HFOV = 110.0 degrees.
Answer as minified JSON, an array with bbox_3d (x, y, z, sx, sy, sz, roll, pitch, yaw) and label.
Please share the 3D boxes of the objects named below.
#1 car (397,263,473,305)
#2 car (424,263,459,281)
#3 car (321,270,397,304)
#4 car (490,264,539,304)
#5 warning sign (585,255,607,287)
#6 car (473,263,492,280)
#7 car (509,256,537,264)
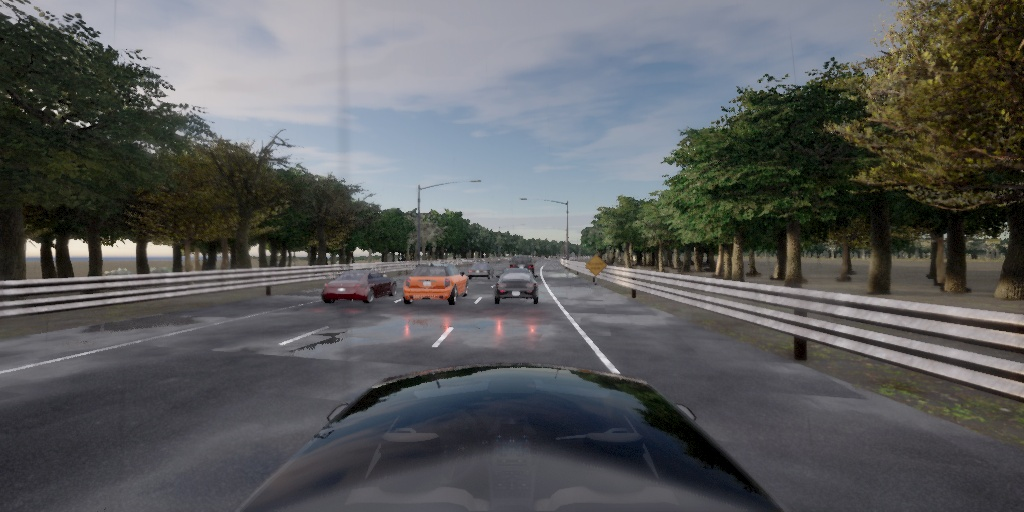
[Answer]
[{"bbox_3d":[-3.271,1.110,16.230,2.097,1.767,4.553,0,0,2],"label":"car"},{"bbox_3d":[-6.085,1.349,31.335,1.895,1.301,4.718,0,0,3],"label":"car"},{"bbox_3d":[-6.768,1.316,16.369,1.994,1.385,4.181,0,0,2],"label":"car"},{"bbox_3d":[0.228,1.277,16.150,1.812,1.442,4.674,0,0,2],"label":"car"},{"bbox_3d":[4.970,0.855,21.264,1.300,1.860,1.060,0,0,2],"label":"warning sign"},{"bbox_3d":[-2.592,1.296,31.102,2.033,1.411,5.357,0,0,3],"label":"car"},{"bbox_3d":[0.903,0.991,30.928,2.150,2.045,5.566,0,0,3],"label":"car"}]
